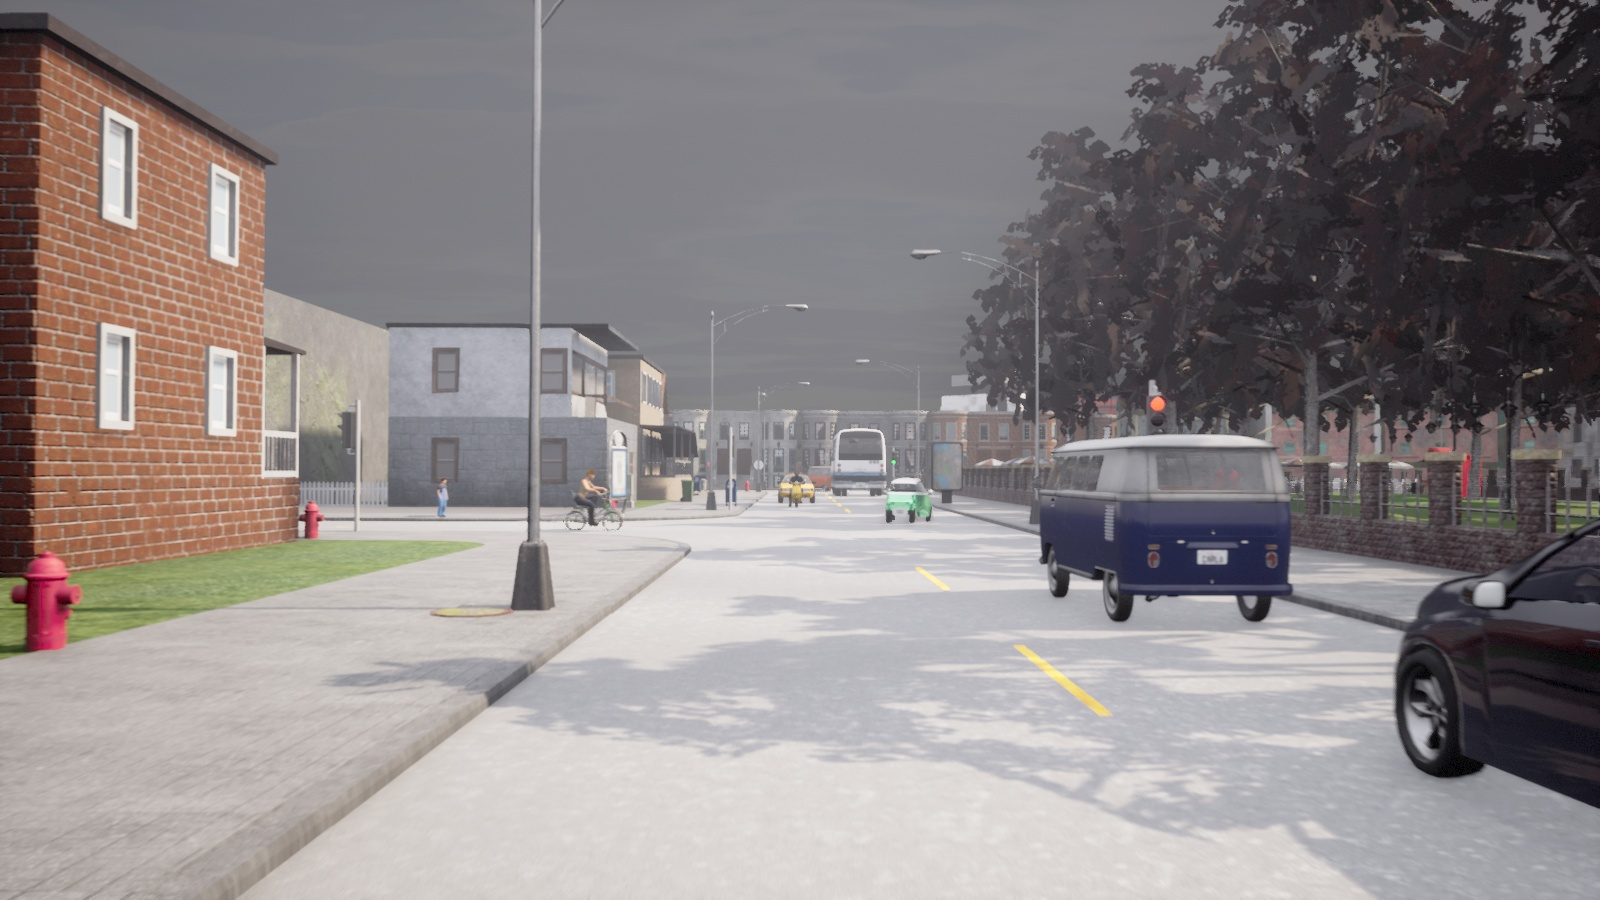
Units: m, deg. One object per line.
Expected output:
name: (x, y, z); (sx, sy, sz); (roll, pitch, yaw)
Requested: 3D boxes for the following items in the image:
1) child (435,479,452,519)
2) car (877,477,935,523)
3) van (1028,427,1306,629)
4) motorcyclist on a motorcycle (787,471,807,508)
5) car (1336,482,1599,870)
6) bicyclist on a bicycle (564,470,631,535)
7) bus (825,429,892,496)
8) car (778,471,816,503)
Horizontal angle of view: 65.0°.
child: (-11.130, 1.527, 39.221); (0.437, 1.263, 0.270); (-1, -1, 33)
car: (3.360, 1.540, 39.571); (1.481, 1.376, 2.207); (0, -1, 14)
van: (4.029, 0.805, 14.631); (1.775, 1.987, 4.442); (0, -1, -2)
motorcyclist on a motorcycle: (-0.133, 1.726, 55.379); (0.866, 1.590, 1.817); (0, -1, 0)
car: (4.053, 0.906, 5.376); (1.845, 1.501, 3.633); (0, -1, -2)
bicyclist on a bicycle: (-5.180, 1.329, 32.217); (1.509, 1.612, 0.866); (0, 1, 6)
bus: (3.787, 0.876, 84.134); (3.944, 4.253, 10.273); (0, -1, 0)
car: (-0.158, 1.856, 63.757); (1.801, 1.575, 5.366); (0, -1, 0)
